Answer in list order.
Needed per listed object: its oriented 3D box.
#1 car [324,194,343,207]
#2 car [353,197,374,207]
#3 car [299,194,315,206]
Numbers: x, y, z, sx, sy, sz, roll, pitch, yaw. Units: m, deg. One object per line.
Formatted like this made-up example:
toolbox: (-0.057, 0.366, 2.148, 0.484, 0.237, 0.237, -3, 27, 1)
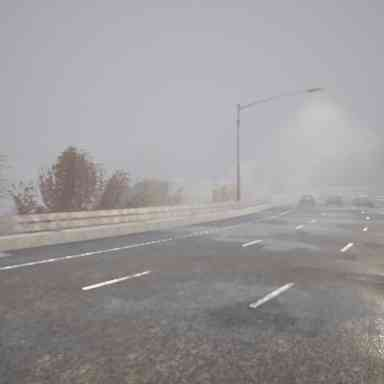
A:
car: (20.037, 1.097, 47.245, 2.097, 1.767, 4.553, 0, 0, 16)
car: (23.112, 1.312, 44.951, 2.033, 1.411, 5.357, 0, 0, 17)
car: (16.880, 1.081, 48.931, 2.097, 1.767, 4.553, 0, 0, 15)
